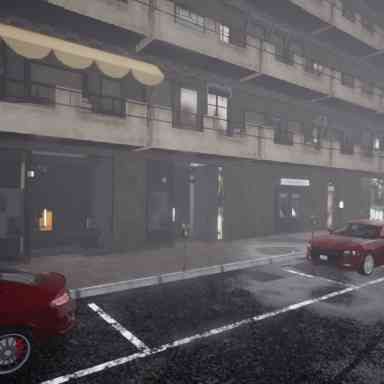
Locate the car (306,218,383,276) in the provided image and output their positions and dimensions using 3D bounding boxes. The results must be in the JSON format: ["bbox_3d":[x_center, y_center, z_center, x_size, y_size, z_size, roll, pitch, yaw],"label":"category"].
[{"bbox_3d":[5.436,1.548,10.401,4.507,1.381,1.887,0,1,-35],"label":"car"}]

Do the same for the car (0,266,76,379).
[{"bbox_3d":[-3.607,1.582,3.973,4.206,1.307,1.802,0,1,-35],"label":"car"}]
